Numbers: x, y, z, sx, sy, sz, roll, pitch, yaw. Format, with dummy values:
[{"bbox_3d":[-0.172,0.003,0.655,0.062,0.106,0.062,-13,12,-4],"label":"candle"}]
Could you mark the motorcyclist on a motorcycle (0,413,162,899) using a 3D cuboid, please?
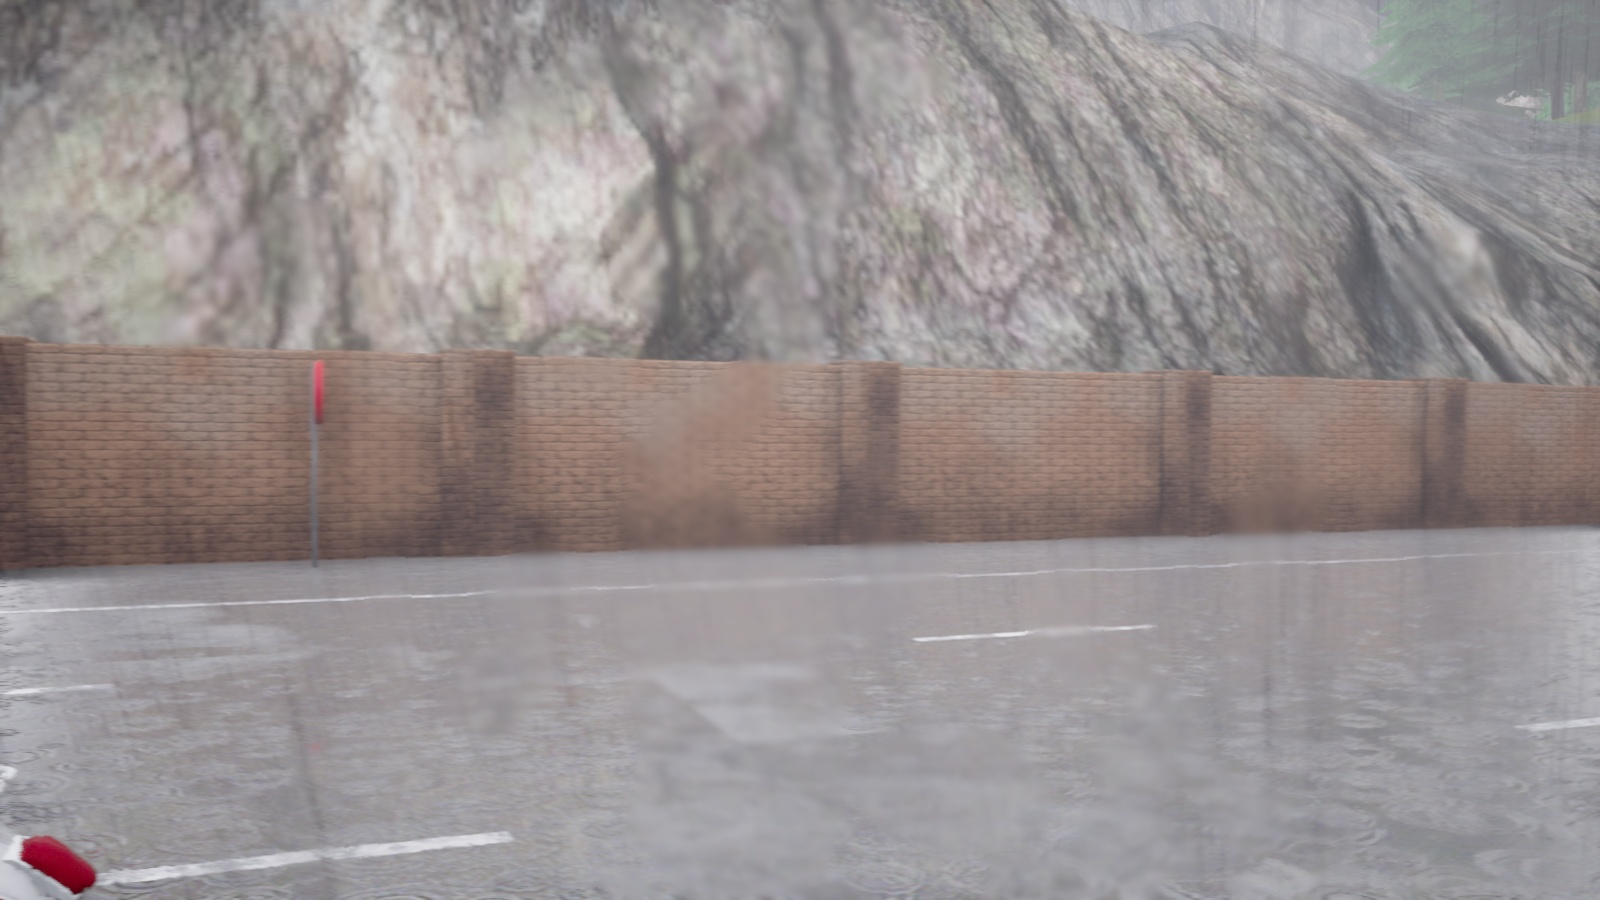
[{"bbox_3d":[-2.280,0.739,2.374,1.817,1.590,0.866,-1,1,-21],"label":"motorcyclist on a motorcycle"}]
